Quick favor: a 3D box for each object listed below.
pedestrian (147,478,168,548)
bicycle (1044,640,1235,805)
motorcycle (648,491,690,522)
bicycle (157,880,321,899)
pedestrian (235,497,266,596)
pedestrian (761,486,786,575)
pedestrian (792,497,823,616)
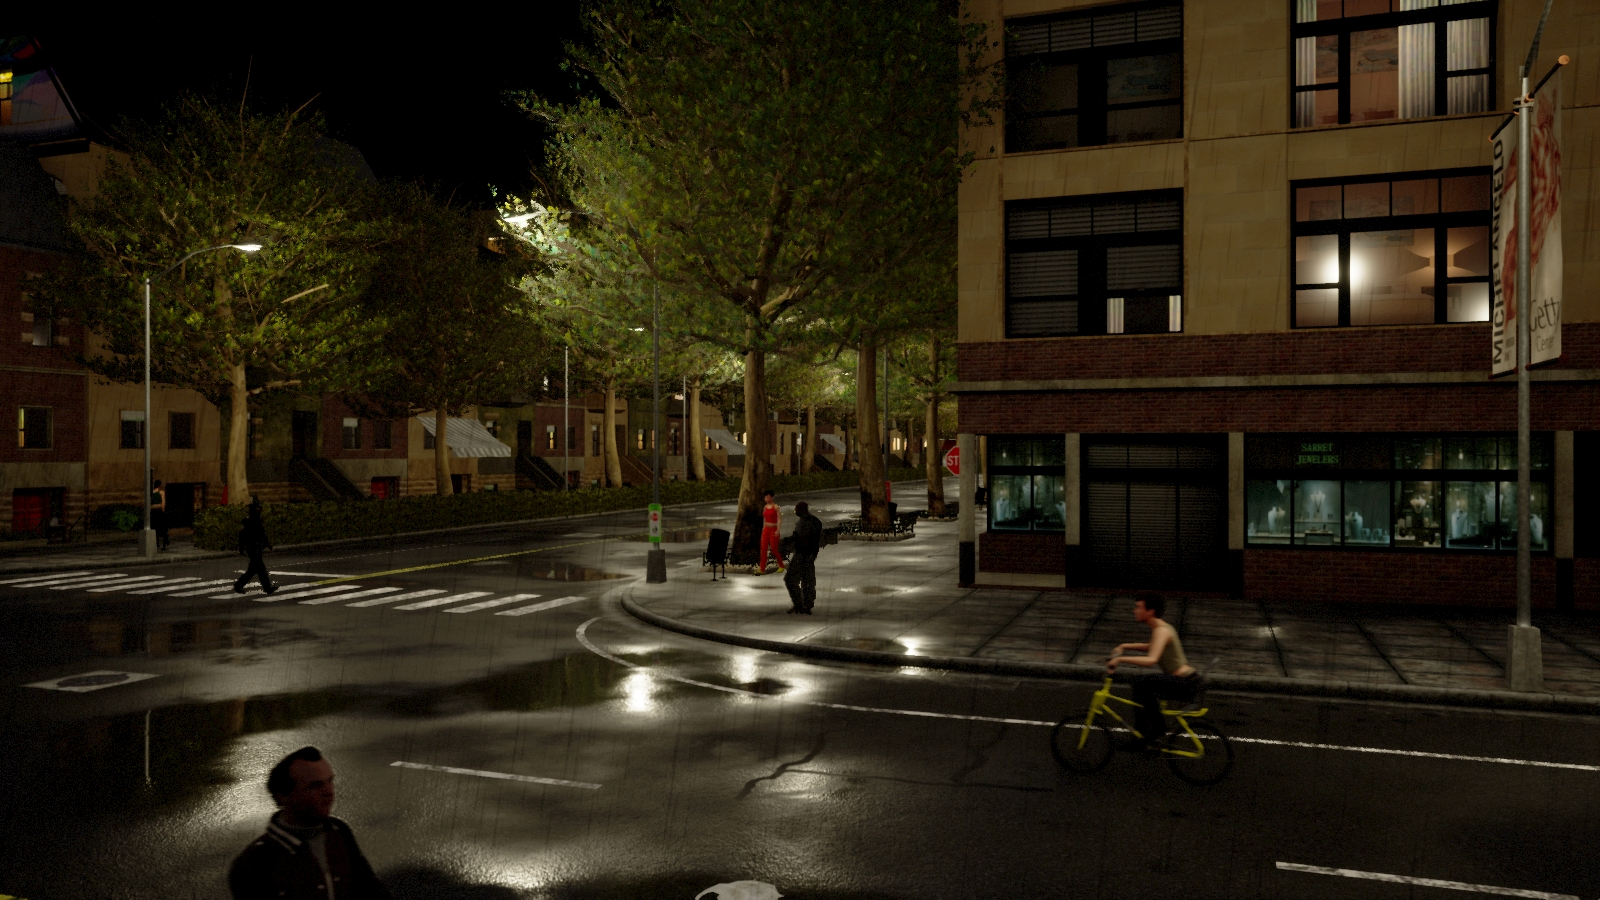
[{"bbox_3d":[-17.271,1.696,30.709,0.375,1.860,0.375,0,0,-7],"label":"pedestrian"},{"bbox_3d":[2.882,2.256,9.667,1.487,1.080,0.859,0,0,20],"label":"bicycle"},{"bbox_3d":[-5.120,2.215,44.887,0.803,1.145,2.033,0,-1,20],"label":"motorcycle"},{"bbox_3d":[-1.448,2.210,3.849,1.835,1.171,0.329,0,0,20],"label":"bicycle"},{"bbox_3d":[-10.551,1.849,21.943,0.375,1.860,0.375,0,0,16],"label":"pedestrian"},{"bbox_3d":[-0.570,1.696,24.198,0.375,1.860,0.375,0,0,38],"label":"pedestrian"},{"bbox_3d":[0.120,1.697,18.291,0.375,1.860,0.375,0,0,29],"label":"pedestrian"}]
